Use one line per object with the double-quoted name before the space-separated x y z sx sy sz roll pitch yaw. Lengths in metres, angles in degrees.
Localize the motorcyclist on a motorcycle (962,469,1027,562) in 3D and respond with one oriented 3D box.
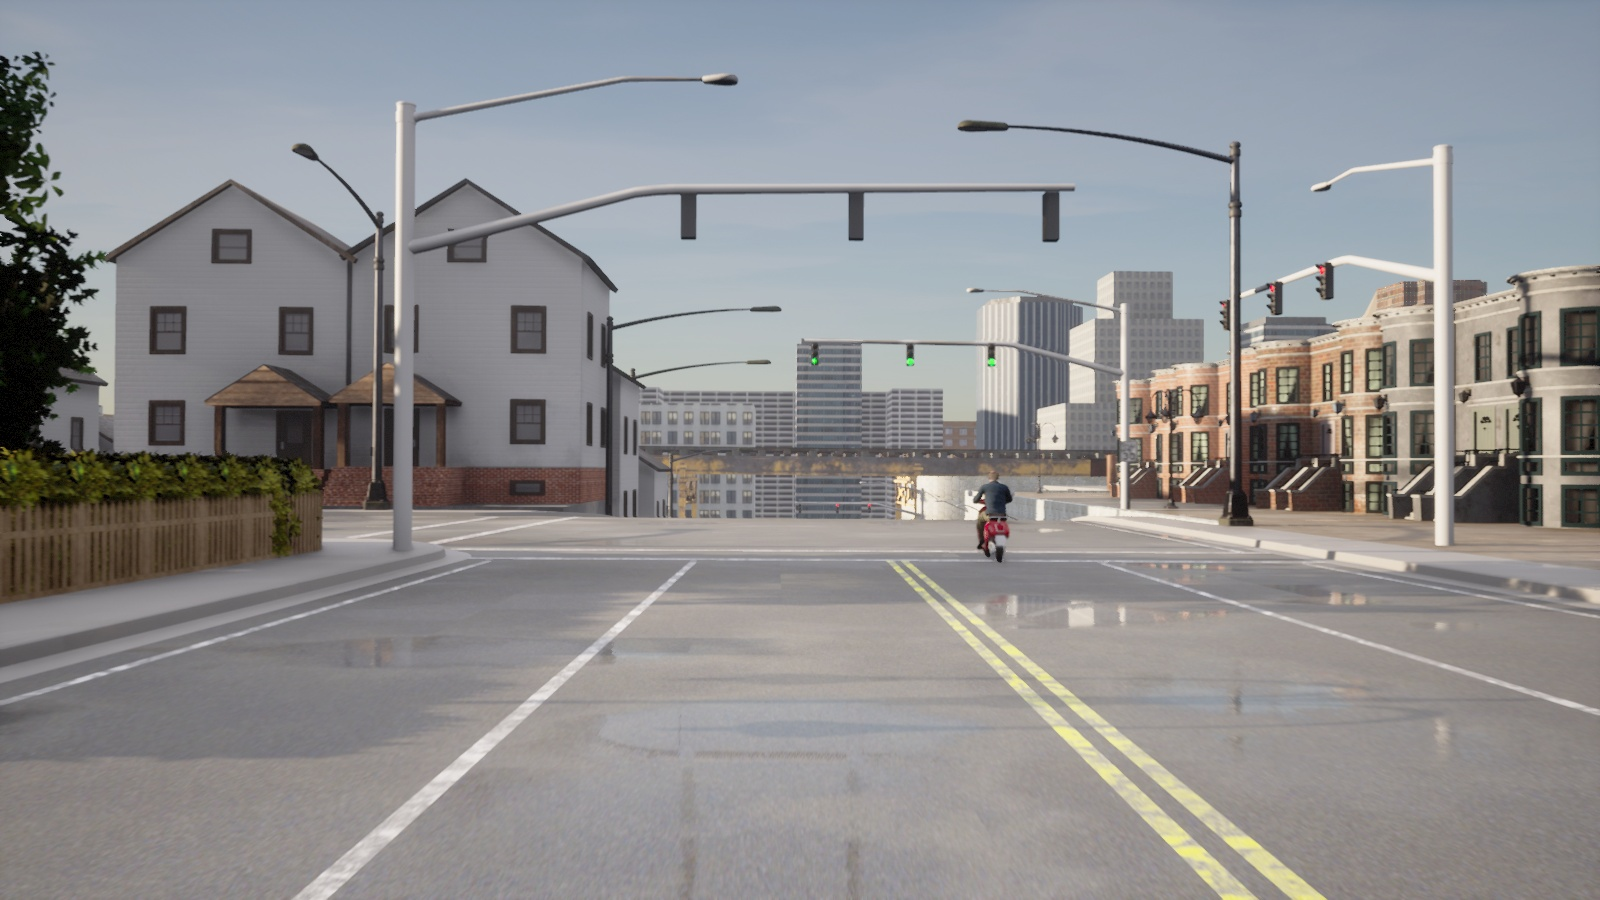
"motorcyclist on a motorcycle" 3.444 1.132 22.384 0.866 1.590 1.817 0 -1 0
